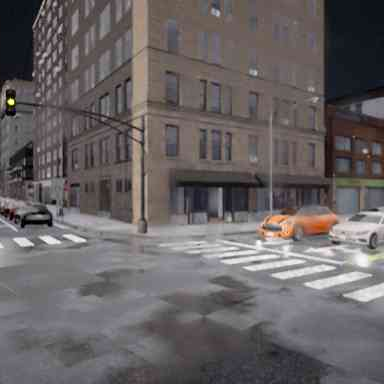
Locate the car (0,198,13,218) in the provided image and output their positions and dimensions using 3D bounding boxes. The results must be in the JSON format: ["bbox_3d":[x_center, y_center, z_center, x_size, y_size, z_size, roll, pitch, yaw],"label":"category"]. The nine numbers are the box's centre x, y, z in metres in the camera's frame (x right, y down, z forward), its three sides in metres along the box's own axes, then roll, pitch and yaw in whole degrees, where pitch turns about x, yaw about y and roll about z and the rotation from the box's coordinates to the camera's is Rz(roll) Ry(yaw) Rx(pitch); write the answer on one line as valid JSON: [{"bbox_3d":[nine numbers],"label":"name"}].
[{"bbox_3d":[-13.122,1.379,25.399,1.887,1.381,4.507,1,0,-35],"label":"car"}]

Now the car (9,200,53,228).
[{"bbox_3d":[-9.971,1.434,20.854,1.947,1.339,4.313,1,0,-35],"label":"car"}]

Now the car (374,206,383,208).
[{"bbox_3d":[12.956,1.711,22.417,4.674,1.442,1.812,1,-1,-35],"label":"car"}]

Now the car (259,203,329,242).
[{"bbox_3d":[5.608,1.462,17.258,4.553,1.767,2.097,1,-1,-35],"label":"car"}]

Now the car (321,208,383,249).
[{"bbox_3d":[8.180,1.630,15.076,4.674,1.442,1.812,1,-1,-34],"label":"car"}]

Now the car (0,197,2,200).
[{"bbox_3d":[-16.272,1.351,29.945,2.008,1.369,4.403,1,0,-35],"label":"car"}]
